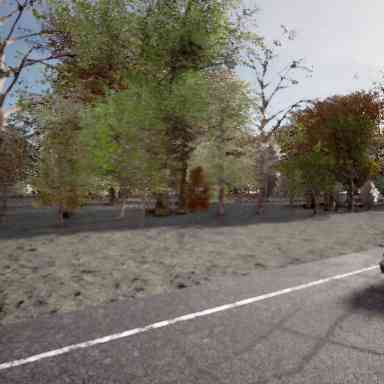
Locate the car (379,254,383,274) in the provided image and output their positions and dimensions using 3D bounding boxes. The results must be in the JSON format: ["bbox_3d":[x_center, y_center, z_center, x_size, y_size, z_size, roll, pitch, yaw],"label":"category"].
[{"bbox_3d":[6.994,1.537,8.745,5.357,1.411,2.033,0,0,-36],"label":"car"}]
